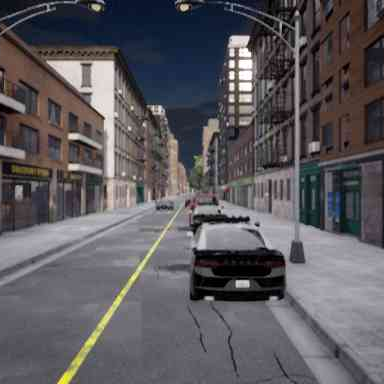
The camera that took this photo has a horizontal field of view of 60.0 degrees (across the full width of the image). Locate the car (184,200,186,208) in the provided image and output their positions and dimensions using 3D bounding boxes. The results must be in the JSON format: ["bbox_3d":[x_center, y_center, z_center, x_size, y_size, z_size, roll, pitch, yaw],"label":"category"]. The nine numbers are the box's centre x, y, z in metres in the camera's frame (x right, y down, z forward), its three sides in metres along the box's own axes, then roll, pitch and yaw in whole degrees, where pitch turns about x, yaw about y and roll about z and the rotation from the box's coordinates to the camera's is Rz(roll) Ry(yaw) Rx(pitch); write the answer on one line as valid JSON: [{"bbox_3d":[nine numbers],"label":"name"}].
[{"bbox_3d":[-0.063,1.444,46.493,1.837,1.490,4.892,0,0,0],"label":"car"}]

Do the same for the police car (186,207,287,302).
[{"bbox_3d":[0.886,1.408,8.439,1.930,1.638,5.238,0,0,0],"label":"police car"}]

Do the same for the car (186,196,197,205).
[{"bbox_3d":[-0.099,1.495,59.884,1.994,1.385,4.181,0,0,0],"label":"car"}]

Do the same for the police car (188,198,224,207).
[{"bbox_3d":[0.870,1.392,18.439,1.930,1.638,5.238,0,0,0],"label":"police car"}]

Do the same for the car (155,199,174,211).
[{"bbox_3d":[-3.161,1.508,39.400,1.994,1.385,4.181,0,0,0],"label":"car"}]

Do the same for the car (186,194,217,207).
[{"bbox_3d":[0.860,1.184,24.359,2.150,2.045,5.566,0,0,0],"label":"car"}]
